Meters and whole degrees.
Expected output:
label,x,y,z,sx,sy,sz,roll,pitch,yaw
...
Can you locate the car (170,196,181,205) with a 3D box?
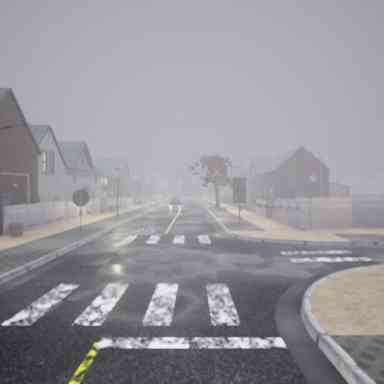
label,x,y,z,sx,sy,sz,roll,pitch,yaw
car,-2.824,1.505,57.811,1.837,1.490,4.892,0,0,0
